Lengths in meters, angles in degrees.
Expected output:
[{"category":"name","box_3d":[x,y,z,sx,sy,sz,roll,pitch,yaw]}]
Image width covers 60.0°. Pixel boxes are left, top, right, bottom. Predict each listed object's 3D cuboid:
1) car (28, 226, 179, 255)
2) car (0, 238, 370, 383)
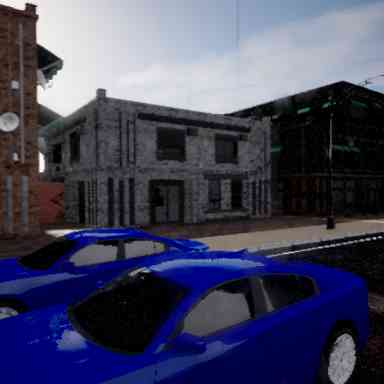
[{"category":"car","box_3d":[-1.901,1.470,6.322,5.008,1.535,1.882,0,0,-35]},{"category":"car","box_3d":[-0.015,1.470,3.675,5.008,1.535,1.882,0,0,-35]}]
